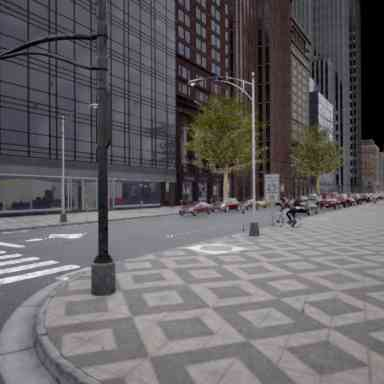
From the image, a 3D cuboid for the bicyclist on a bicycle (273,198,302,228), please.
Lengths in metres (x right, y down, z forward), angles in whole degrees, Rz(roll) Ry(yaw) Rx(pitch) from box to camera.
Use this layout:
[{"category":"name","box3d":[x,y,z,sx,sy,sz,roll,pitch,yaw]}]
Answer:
[{"category":"bicyclist on a bicycle","box3d":[5.240,1.177,18.414,1.656,1.620,0.582,-1,0,35]}]

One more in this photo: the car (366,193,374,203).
[{"category":"car","box3d":[33.038,1.101,64.053,2.192,1.841,5.009,0,0,35]}]

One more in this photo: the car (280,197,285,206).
[{"category":"car","box3d":[13.236,1.456,50.306,1.947,1.339,4.313,0,0,35]}]

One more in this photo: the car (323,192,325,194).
[{"category":"car","box3d":[22.175,1.053,52.796,2.150,2.045,5.566,-1,0,35]}]

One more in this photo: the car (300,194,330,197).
[{"category":"car","box3d":[16.489,1.340,44.529,2.128,1.511,4.902,-1,0,35]}]

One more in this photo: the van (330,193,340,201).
[{"category":"van","box3d":[35.607,1.187,82.831,1.690,1.788,3.998,-1,0,35]}]

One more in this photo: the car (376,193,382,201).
[{"category":"car","box3d":[42.625,1.360,77.988,1.802,1.307,4.206,-1,0,35]}]

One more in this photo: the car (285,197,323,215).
[{"category":"car","box3d":[10.668,1.425,31.531,1.947,1.339,4.313,0,0,35]}]

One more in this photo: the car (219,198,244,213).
[{"category":"car","box3d":[3.646,1.367,36.366,1.967,1.590,4.097,0,0,35]}]

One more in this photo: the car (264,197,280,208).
[{"category":"car","box3d":[9.943,1.427,45.519,1.752,1.417,4.829,0,0,35]}]

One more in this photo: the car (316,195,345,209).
[{"category":"car","box3d":[17.059,1.378,40.823,1.887,1.381,4.507,0,0,35]}]

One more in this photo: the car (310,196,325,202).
[{"category":"car","box3d":[26.021,1.419,68.892,1.947,1.339,4.313,0,0,35]}]

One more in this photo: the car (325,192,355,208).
[{"category":"car","box3d":[20.254,1.137,45.470,2.192,1.841,5.009,0,0,35]}]

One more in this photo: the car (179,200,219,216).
[{"category":"car","box3d":[0.452,1.525,31.720,1.802,1.307,4.206,0,0,35]}]

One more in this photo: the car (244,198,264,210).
[{"category":"car","box3d":[6.844,1.495,41.013,1.802,1.307,4.206,0,0,35]}]

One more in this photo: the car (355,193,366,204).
[{"category":"car","box3d":[26.646,1.119,54.760,2.192,1.841,5.009,0,0,35]}]

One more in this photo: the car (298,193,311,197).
[{"category":"car","box3d":[19.628,1.416,59.599,1.887,1.381,4.507,0,0,35]}]

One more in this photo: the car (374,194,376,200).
[{"category":"car","box3d":[36.330,1.304,68.837,1.752,1.417,4.829,-1,0,35]}]

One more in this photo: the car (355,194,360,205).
[{"category":"car","box3d":[23.451,1.379,50.114,1.947,1.339,4.313,0,0,35]}]
